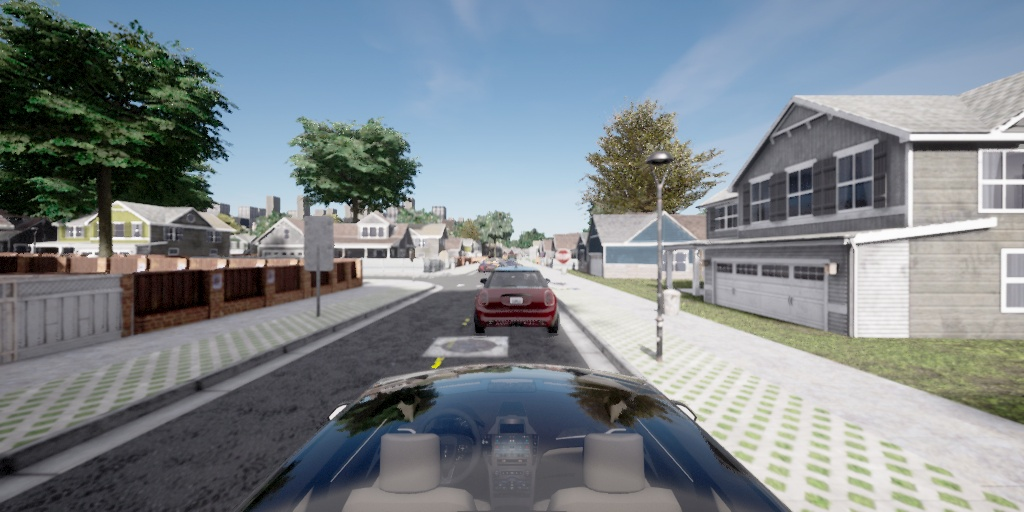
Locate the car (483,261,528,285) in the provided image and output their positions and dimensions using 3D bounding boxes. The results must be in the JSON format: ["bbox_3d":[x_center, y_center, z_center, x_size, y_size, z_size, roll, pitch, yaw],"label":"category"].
[{"bbox_3d":[-0.611,1.180,26.242,2.128,1.511,4.902,1,0,-16],"label":"car"}]

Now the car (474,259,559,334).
[{"bbox_3d":[0.103,1.072,10.648,2.097,1.767,4.553,0,0,0],"label":"car"}]

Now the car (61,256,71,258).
[{"bbox_3d":[-33.482,0.789,27.368,4.902,1.511,2.128,1,0,0],"label":"car"}]
